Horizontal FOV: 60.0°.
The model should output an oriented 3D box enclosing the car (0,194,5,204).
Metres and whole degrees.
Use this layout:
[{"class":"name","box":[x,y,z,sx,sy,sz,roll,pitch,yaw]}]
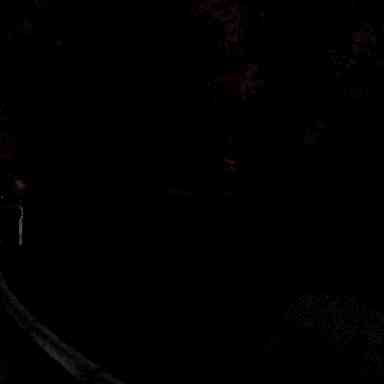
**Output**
[{"class":"car","box":[-25.745,0.681,42.559,4.553,1.767,2.097,1,1,42]}]
